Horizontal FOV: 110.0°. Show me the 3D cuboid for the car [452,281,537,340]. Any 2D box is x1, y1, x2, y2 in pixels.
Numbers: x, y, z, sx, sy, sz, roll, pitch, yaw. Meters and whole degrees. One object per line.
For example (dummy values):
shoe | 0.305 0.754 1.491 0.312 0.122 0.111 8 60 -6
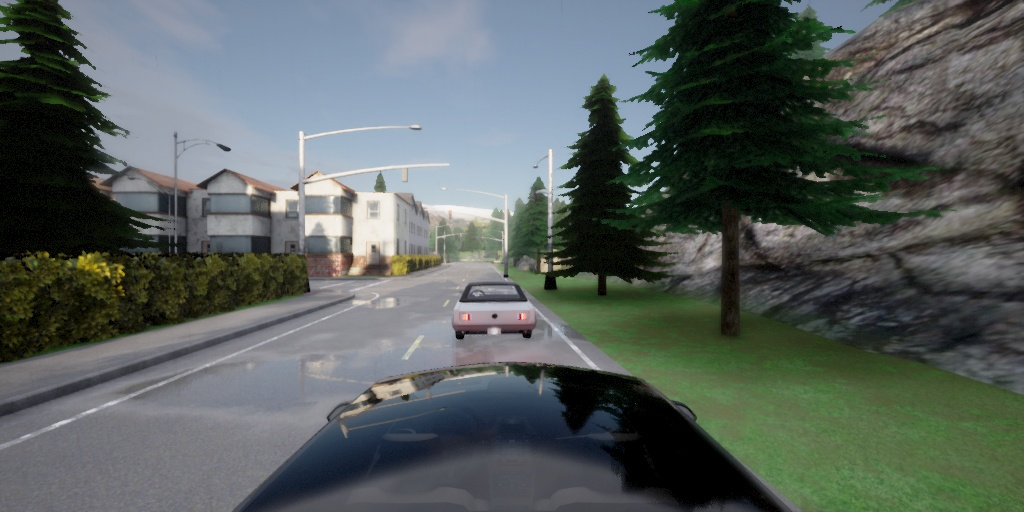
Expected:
car | -0.539 1.350 10.019 1.895 1.301 4.718 0 0 -4
